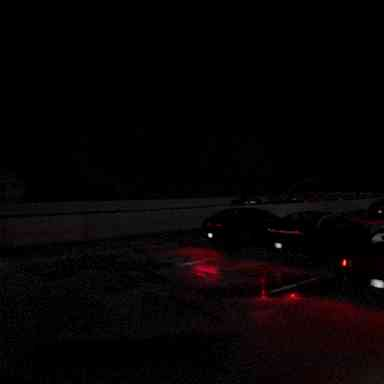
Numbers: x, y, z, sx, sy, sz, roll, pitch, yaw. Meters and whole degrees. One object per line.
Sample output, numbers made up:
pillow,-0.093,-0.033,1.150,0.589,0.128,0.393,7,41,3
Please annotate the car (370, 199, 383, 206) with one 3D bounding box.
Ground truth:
car,15.503,1.275,25.965,5.008,1.535,1.882,-1,0,-43

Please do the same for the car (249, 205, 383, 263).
car,4.583,1.422,11.794,4.902,1.511,2.128,-1,0,-38

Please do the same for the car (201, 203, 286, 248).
car,2.622,1.445,14.702,4.892,1.490,1.837,-1,0,-38

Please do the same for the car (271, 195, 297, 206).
car,13.627,1.278,49.272,1.812,1.442,4.674,0,1,43

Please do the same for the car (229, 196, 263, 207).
car,7.852,1.354,47.862,2.033,1.411,5.357,0,0,44

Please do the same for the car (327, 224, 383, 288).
car,5.488,1.534,8.044,4.718,1.301,1.895,-1,0,-38
